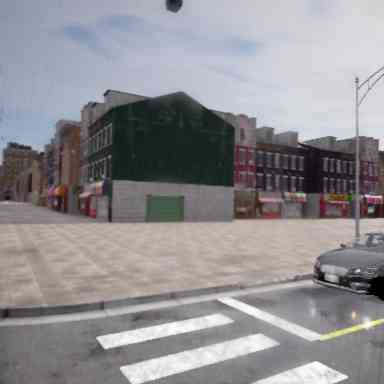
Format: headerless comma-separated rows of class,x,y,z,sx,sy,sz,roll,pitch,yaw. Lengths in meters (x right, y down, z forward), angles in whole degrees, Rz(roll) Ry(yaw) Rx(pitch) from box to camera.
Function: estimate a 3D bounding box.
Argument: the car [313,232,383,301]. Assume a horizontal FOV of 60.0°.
car,5.490,1.882,9.248,4.902,1.511,2.128,2,-3,-30
